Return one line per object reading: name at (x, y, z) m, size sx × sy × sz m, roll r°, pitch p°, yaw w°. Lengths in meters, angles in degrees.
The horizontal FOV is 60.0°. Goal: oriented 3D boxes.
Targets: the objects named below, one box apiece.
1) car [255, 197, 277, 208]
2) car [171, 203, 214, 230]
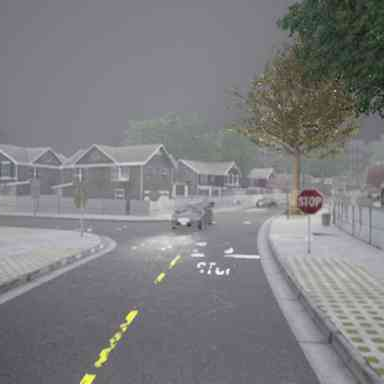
car at (10.066, 1.385, 44.838) m, size 2.128 × 1.511 × 4.902 m, roll 0°, pitch 0°, yaw 30°
car at (0.119, 1.459, 20.704) m, size 2.128 × 1.511 × 4.902 m, roll 0°, pitch 0°, yaw 14°
